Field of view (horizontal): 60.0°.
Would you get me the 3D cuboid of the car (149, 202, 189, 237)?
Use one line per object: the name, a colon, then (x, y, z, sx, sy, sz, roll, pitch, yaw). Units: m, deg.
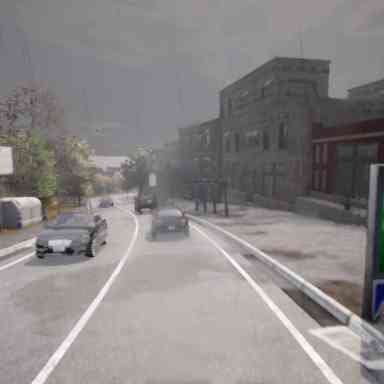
car: (-1.225, 1.494, 17.704, 1.812, 1.442, 4.674, -1, 0, -7)

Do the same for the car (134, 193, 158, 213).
car: (-5.222, 1.192, 37.650, 2.150, 2.045, 5.566, -2, 0, -15)

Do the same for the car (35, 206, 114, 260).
car: (-4.382, 1.509, 12.771, 2.128, 1.511, 4.902, -1, 0, -6)

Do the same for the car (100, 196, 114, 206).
car: (-13.623, 1.496, 53.117, 2.097, 1.767, 4.553, -2, 0, -17)
